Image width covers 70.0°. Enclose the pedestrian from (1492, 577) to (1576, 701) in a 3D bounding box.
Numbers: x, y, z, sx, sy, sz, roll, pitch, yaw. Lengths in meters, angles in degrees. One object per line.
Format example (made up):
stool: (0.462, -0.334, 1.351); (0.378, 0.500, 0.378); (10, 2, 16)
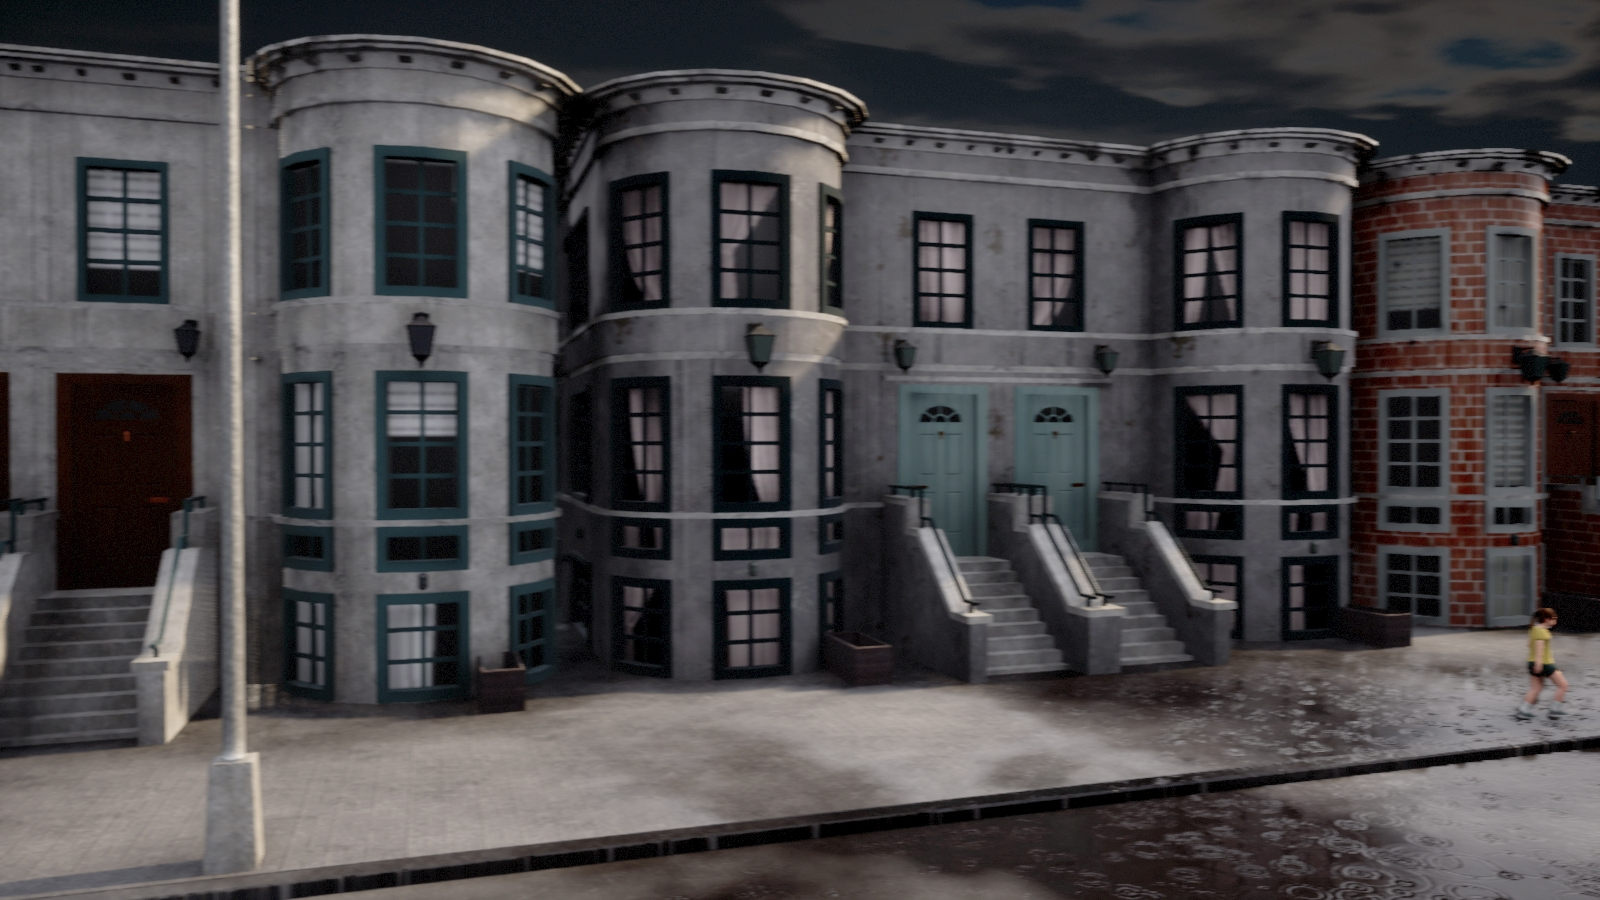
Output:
pedestrian: (7.042, 1.804, 10.974); (0.500, 1.100, 0.500); (0, 0, 4)
